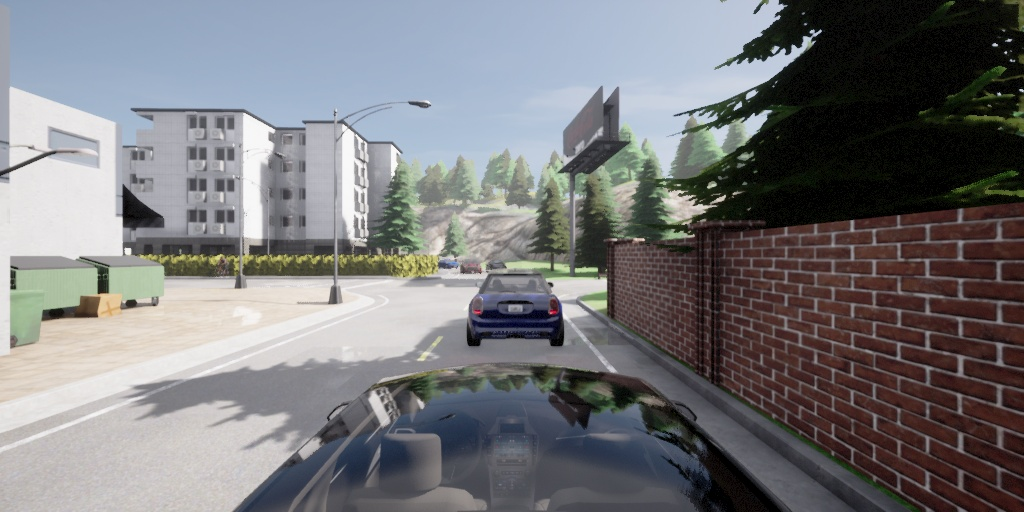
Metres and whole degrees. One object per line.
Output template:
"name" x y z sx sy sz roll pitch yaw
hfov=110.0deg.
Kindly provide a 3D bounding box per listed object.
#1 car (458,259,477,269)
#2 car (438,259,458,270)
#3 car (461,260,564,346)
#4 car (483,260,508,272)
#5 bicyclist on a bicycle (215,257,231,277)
"car" -4.552 1.096 39.979 2.097 1.767 4.553 0 0 -12
"car" -9.596 1.220 54.247 1.882 1.535 5.008 0 1 -30
"car" 0.078 1.101 9.522 2.097 1.767 4.553 0 0 0
"car" -2.180 1.234 46.180 2.128 1.511 4.902 0 0 -16
"bicyclist on a bicycle" -23.048 0.870 28.593 0.582 1.620 1.656 0 0 -1
